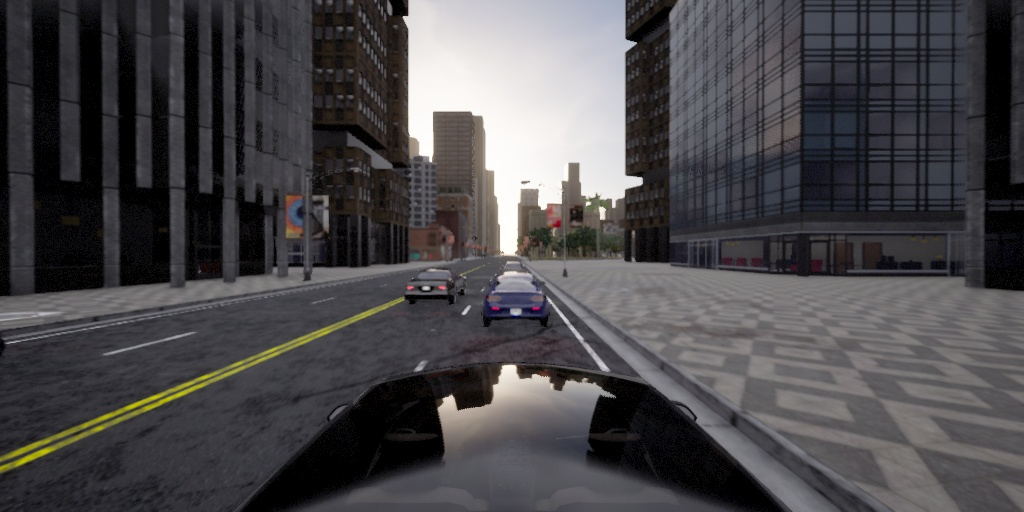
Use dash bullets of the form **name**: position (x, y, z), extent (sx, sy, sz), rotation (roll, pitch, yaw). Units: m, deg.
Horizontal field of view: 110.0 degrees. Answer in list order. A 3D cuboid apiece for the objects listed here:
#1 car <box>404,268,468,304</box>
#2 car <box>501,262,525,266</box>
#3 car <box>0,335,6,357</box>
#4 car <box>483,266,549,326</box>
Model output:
- **car**: position (-3.149, 1.218, 15.669), extent (2.033, 1.411, 5.357), rotation (0, 0, 0)
- **car**: position (0.102, 1.152, 28.527), extent (1.994, 1.385, 4.181), rotation (0, 0, 0)
- **car**: position (-9.847, 1.301, 4.453), extent (1.994, 1.385, 4.181), rotation (0, 0, 0)
- **car**: position (0.101, 1.222, 11.341), extent (1.812, 1.442, 4.674), rotation (0, 0, 0)
